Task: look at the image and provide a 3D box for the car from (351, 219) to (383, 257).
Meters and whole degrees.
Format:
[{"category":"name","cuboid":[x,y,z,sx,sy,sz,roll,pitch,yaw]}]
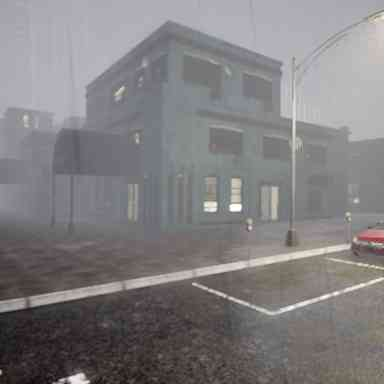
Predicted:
[{"category":"car","cuboid":[7.376,1.593,11.809,4.206,1.307,1.802,0,1,-35]}]
